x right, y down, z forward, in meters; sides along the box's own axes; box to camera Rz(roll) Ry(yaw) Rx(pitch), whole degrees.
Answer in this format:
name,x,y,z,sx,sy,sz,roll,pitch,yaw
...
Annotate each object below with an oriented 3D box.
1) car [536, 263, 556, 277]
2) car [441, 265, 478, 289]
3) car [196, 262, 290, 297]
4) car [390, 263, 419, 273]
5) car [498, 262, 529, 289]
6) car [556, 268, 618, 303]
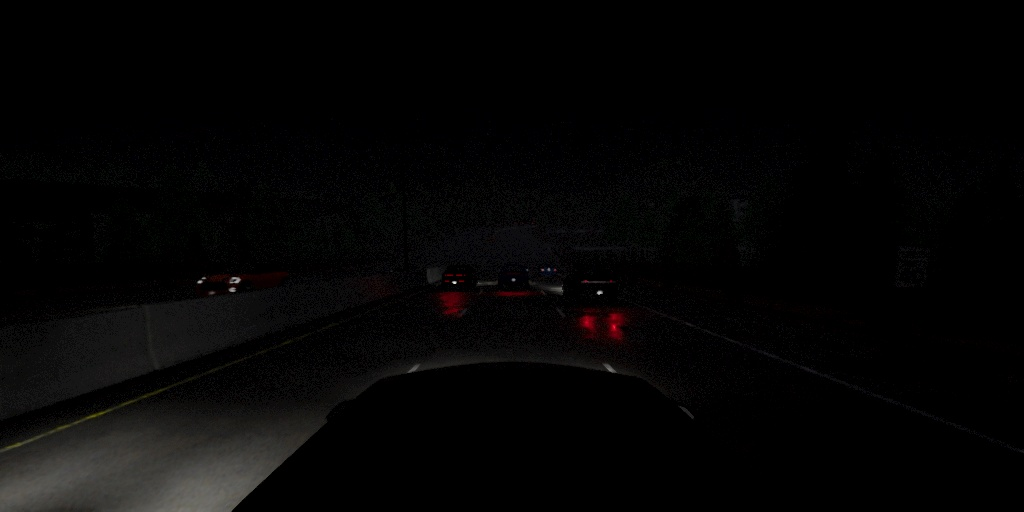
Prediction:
name,x,y,z,sx,sy,sz,roll,pitch,yaw
car,3.592,1.420,37.459,2.033,1.411,5.357,0,0,0
car,-3.404,1.330,23.625,1.837,1.490,4.892,0,0,0
car,-14.071,1.162,19.076,2.097,1.767,4.553,0,0,0
car,-10.529,1.392,35.383,1.812,1.442,4.674,0,0,0
car,0.095,1.305,24.027,1.882,1.535,5.008,0,0,0
car,3.597,1.295,17.094,2.128,1.511,4.902,0,0,0
